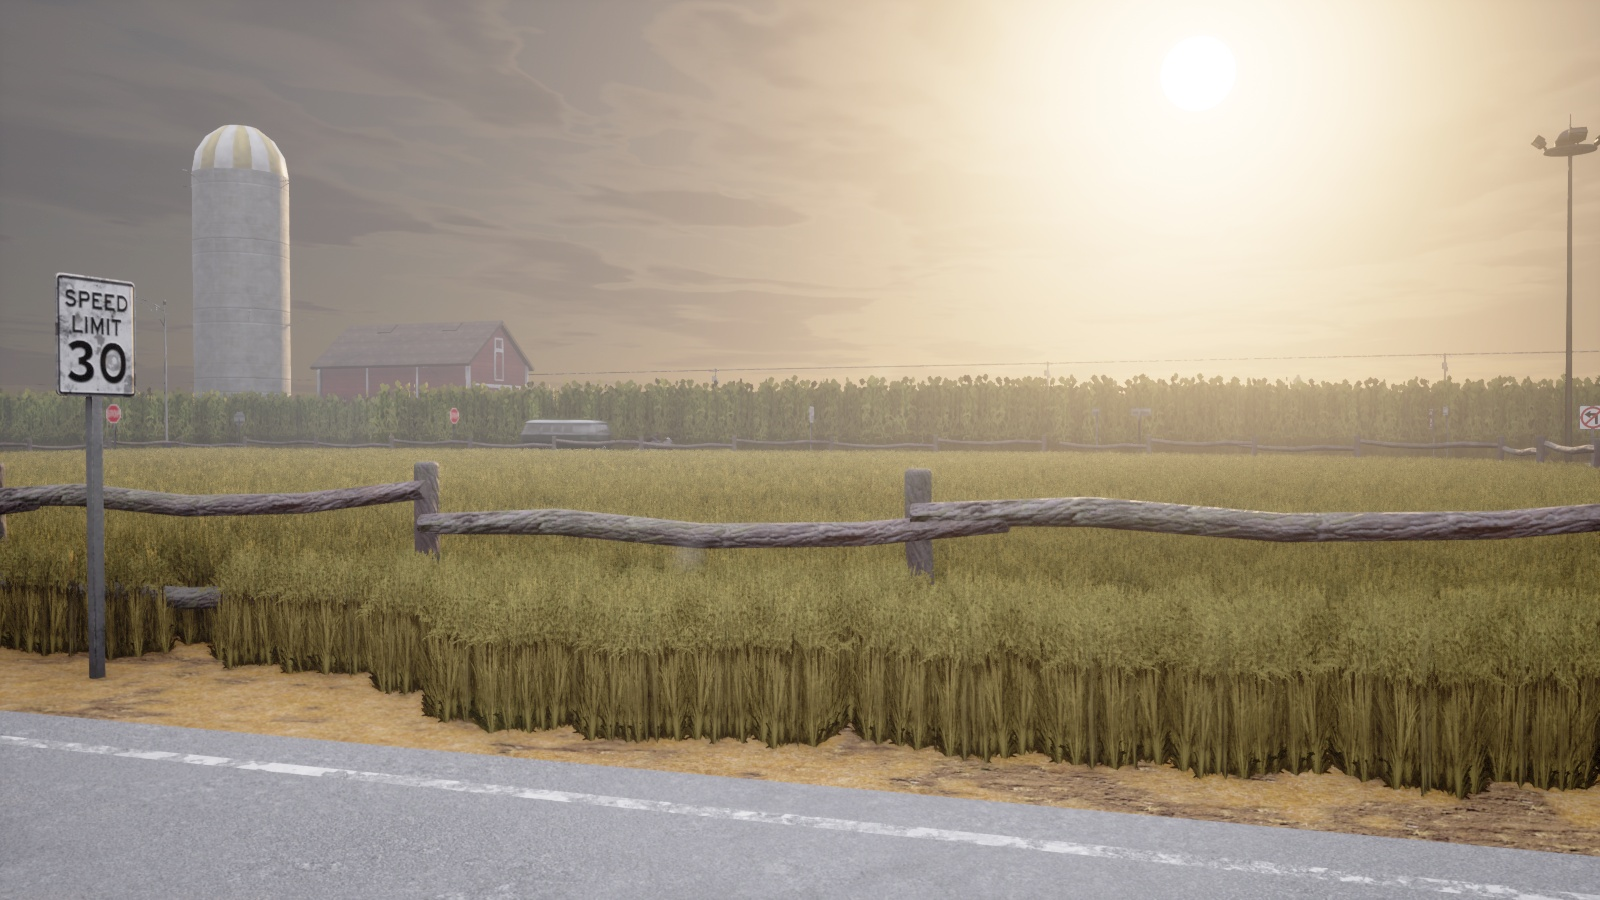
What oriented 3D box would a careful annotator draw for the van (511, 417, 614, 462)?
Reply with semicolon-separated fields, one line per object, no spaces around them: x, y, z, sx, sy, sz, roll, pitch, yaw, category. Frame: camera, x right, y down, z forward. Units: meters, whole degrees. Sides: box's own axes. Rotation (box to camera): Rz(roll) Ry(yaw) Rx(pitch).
-11.116;-0.514;58.871;4.442;1.987;1.775;1;1;19;van

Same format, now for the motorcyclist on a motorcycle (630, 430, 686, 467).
-6.083;-0.087;53.835;2.191;1.530;0.866;1;1;19;motorcyclist on a motorcycle
